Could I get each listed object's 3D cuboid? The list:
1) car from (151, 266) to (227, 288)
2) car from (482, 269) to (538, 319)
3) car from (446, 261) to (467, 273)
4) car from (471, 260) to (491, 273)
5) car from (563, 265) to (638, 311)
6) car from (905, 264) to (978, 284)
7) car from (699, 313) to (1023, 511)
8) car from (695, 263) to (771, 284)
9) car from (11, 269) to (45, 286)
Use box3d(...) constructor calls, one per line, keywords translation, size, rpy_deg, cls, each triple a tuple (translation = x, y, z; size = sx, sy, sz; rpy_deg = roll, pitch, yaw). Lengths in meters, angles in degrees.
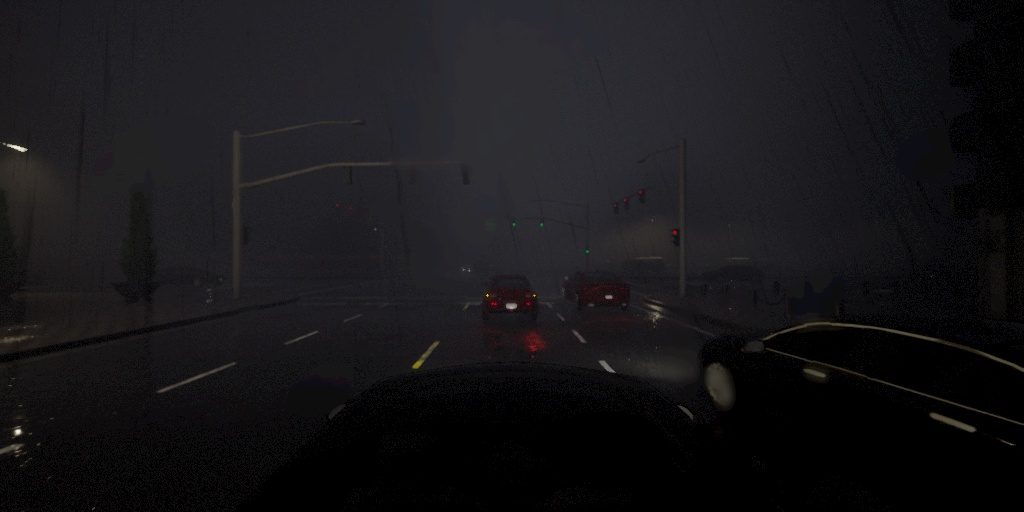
box3d(translation=(-23.667, 1.501, 26.176), size=(4.892, 1.490, 1.837), rpy_deg=(0, 0, 0), cls="car")
box3d(translation=(-0.119, 1.364, 13.080), size=(1.812, 1.442, 4.674), rpy_deg=(0, -1, -2), cls="car")
box3d(translation=(-7.835, 1.687, 49.512), size=(1.994, 1.385, 4.181), rpy_deg=(0, -1, -1), cls="car")
box3d(translation=(-4.437, 1.663, 51.512), size=(1.812, 1.442, 4.674), rpy_deg=(0, 0, -1), cls="car")
box3d(translation=(3.410, 1.335, 15.232), size=(1.882, 1.535, 5.008), rpy_deg=(0, -1, -1), cls="car")
box3d(translation=(37.245, 1.574, 30.346), size=(5.357, 1.411, 2.033), rpy_deg=(0, 0, 0), cls="car")
box3d(translation=(3.584, 1.266, 3.158), size=(1.837, 1.490, 4.892), rpy_deg=(0, -1, 0), cls="car")
box3d(translation=(18.511, 1.531, 30.209), size=(4.892, 1.490, 1.837), rpy_deg=(0, 0, 0), cls="car")
box3d(translation=(-37.017, 1.559, 26.076), size=(4.181, 1.385, 1.994), rpy_deg=(0, 0, 0), cls="car")
